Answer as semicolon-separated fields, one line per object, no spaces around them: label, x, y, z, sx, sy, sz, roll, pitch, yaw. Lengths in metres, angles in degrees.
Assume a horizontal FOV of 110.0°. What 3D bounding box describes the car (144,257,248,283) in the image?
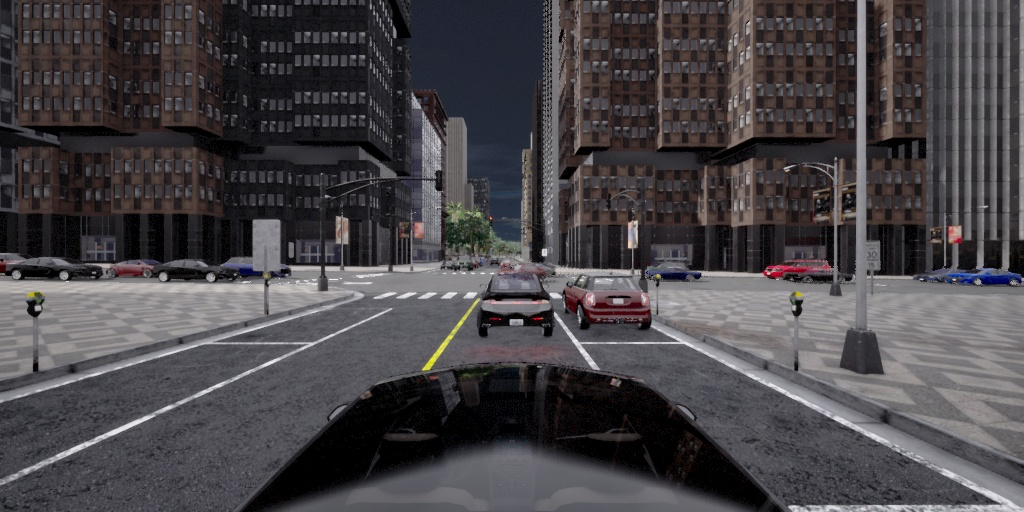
car;-21.271;0.958;24.297;5.008;1.535;1.882;1;0;-1

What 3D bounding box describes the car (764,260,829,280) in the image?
car;27.589;1.390;34.670;5.566;2.045;2.150;1;0;-1

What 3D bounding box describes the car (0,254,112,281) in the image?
car;-30.738;0.824;24.216;5.008;1.535;1.882;1;0;0

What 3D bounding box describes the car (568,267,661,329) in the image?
car;2.735;1.189;11.178;1.967;1.591;4.097;0;0;0

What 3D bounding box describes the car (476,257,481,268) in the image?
car;-6.665;1.245;59.370;1.882;1.535;5.008;0;0;0

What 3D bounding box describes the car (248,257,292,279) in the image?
car;-19.561;0.852;27.562;4.553;1.767;2.097;1;0;0

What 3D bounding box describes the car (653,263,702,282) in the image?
car;13.793;1.571;31.304;4.718;1.301;1.895;1;0;-1

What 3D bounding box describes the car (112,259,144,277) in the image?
car;-28.205;0.943;27.482;4.181;1.385;1.994;1;0;-1

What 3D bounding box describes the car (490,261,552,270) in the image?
car;0.595;1.311;27.214;4.674;1.442;1.812;1;-1;-41

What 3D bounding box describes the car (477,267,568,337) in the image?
car;0.077;1.240;10.292;2.128;1.511;4.902;0;0;-1

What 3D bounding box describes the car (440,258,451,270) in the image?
car;-9.280;1.318;52.482;1.948;1.339;4.313;0;0;-1

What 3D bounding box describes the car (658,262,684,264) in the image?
car;14.671;1.330;34.562;4.553;1.767;2.097;1;0;-1

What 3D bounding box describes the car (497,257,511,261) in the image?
car;-0.756;1.192;52.560;1.967;1.591;4.097;0;0;-1

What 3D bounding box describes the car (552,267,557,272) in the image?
car;2.378;1.363;35.936;4.181;1.385;1.994;1;0;17

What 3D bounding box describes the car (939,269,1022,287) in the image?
car;41.364;1.850;31.510;5.008;1.535;1.882;1;0;0

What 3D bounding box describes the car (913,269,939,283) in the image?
car;42.394;1.931;34.763;5.357;1.411;2.033;1;0;0

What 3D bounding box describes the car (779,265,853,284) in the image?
car;26.714;1.758;31.415;4.718;1.301;1.895;1;0;0

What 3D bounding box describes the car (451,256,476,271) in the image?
car;-6.584;0.968;49.380;2.150;2.045;5.566;0;0;0
